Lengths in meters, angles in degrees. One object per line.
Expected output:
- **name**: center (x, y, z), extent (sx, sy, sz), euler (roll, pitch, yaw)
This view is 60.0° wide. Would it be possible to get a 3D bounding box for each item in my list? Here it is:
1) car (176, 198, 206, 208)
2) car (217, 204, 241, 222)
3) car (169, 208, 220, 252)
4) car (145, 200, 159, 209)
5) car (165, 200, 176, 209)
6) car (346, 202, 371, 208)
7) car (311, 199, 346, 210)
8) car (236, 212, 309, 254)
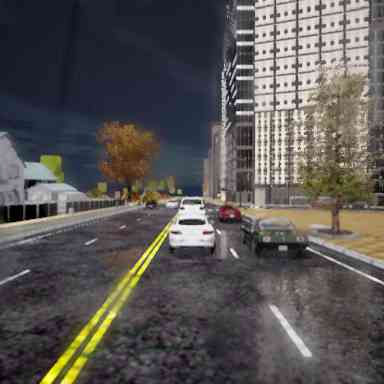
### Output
- **car**: center (0.008, 1.492, 29.022), extent (2.150, 2.045, 5.566), euler (0, 0, 0)
- **car**: center (3.263, 1.805, 29.389), extent (1.812, 1.442, 4.674), euler (0, 0, 0)
- **car**: center (0.010, 1.660, 14.396), extent (1.812, 1.442, 4.674), euler (0, 0, 0)
- **car**: center (-6.490, 2.050, 54.394), extent (1.837, 1.490, 4.892), euler (0, -1, 0)
- **car**: center (-3.241, 2.063, 54.308), extent (1.812, 1.442, 4.674), euler (0, -1, 0)
- **car**: center (31.062, 2.340, 62.330), extent (4.403, 1.369, 2.008), euler (0, 1, 20)
- **car**: center (23.027, 2.209, 56.879), extent (5.009, 1.841, 2.192), euler (0, 1, 20)
- **car**: center (3.256, 1.732, 14.092), extent (1.895, 1.301, 4.718), euler (0, -1, 0)
